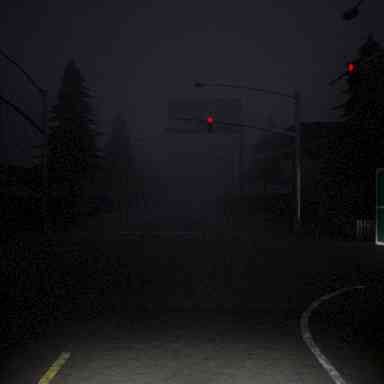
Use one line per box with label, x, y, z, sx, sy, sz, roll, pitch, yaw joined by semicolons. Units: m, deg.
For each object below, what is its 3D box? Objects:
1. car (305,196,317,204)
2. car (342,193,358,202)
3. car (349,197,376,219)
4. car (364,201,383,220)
car;22.529;1.552;64.042;1.970;1.475;3.806;0;0;0
car;34.936;1.489;71.829;2.007;1.523;4.514;0;0;0
car;14.378;1.504;24.979;3.866;1.878;1.905;0;0;0
car;18.707;1.672;30.647;4.611;1.667;2.242;0;0;0
